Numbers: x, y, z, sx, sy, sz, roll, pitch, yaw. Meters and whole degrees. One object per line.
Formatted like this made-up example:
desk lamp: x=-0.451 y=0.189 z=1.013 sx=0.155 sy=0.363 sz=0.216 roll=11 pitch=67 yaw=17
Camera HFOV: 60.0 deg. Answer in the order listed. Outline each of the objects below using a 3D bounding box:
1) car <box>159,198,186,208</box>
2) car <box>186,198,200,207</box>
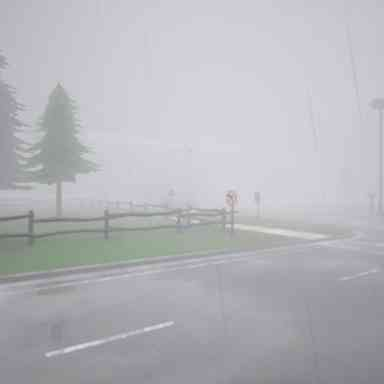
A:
car: x=-3.502 y=1.779 z=53.687 sx=1.837 sy=1.490 sz=4.892 roll=1 pitch=-1 yaw=-35
car: x=-0.638 y=1.812 z=55.699 sx=1.837 sy=1.490 sz=4.892 roll=1 pitch=-1 yaw=-35
